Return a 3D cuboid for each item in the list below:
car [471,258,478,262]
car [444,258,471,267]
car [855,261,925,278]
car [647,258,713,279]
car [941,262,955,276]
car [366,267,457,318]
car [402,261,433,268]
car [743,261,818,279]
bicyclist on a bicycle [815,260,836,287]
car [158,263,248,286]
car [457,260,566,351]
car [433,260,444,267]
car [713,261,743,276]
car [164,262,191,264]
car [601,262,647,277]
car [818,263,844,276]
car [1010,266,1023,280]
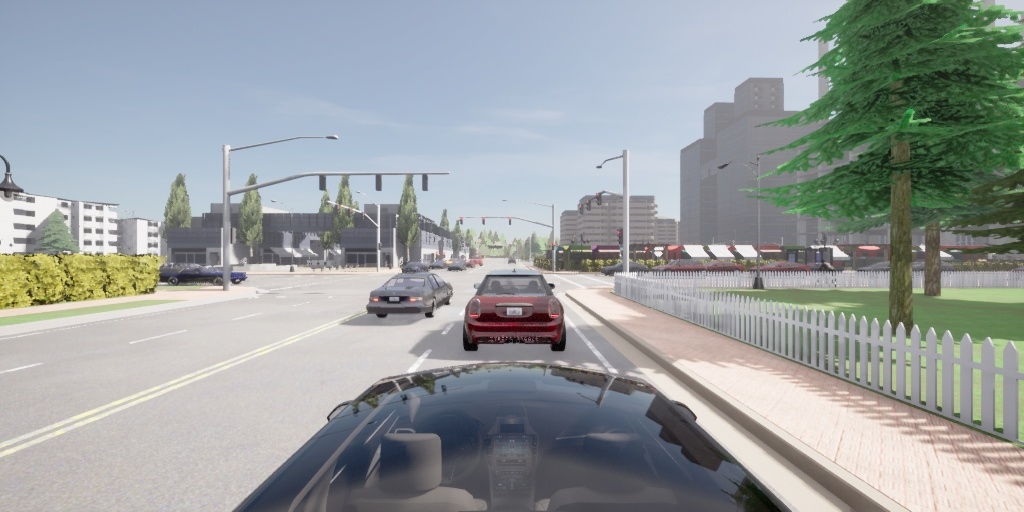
[{"bbox_3d":[-7.088,1.351,57.978,1.895,1.301,4.718,0,0,0],"label":"car"},{"bbox_3d":[-7.100,1.298,46.866,2.033,1.411,5.357,0,0,0],"label":"car"},{"bbox_3d":[34.353,1.254,32.849,4.892,1.490,1.837,0,0,-1],"label":"car"},{"bbox_3d":[15.079,1.102,32.376,4.553,1.767,2.097,0,0,-1],"label":"car"},{"bbox_3d":[41.888,1.239,36.510,4.902,1.511,2.128,0,0,-1],"label":"car"},{"bbox_3d":[-3.418,1.297,12.963,2.033,1.411,5.357,0,0,0],"label":"car"},{"bbox_3d":[-11.094,1.314,41.269,1.994,1.385,4.181,0,0,7],"label":"car"},{"bbox_3d":[24.292,1.228,32.606,5.008,1.535,1.882,0,0,-1],"label":"car"},{"bbox_3d":[18.791,1.052,21.483,0.582,1.620,1.656,0,0,-1],"label":"bicyclist on a bicycle"},{"bbox_3d":[-20.881,1.351,24.378,4.718,1.301,1.895,0,0,-1],"label":"car"},{"bbox_3d":[0.064,1.102,9.128,2.097,1.767,4.553,0,0,0],"label":"car"},{"bbox_3d":[-10.596,1.297,52.427,2.033,1.411,5.357,0,0,0],"label":"car"},{"bbox_3d":[20.555,1.228,36.017,5.008,1.535,1.882,0,0,-1],"label":"car"},{"bbox_3d":[-25.390,1.242,27.774,4.902,1.511,2.128,0,0,-2],"label":"car"},{"bbox_3d":[11.231,1.276,35.763,4.674,1.442,1.812,0,0,-1],"label":"car"},{"bbox_3d":[30.454,1.351,36.261,4.718,1.301,1.895,0,0,-1],"label":"car"},{"bbox_3d":[43.879,1.314,29.433,4.181,1.385,1.994,0,0,-3],"label":"car"}]
